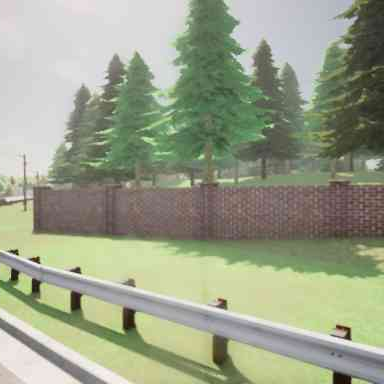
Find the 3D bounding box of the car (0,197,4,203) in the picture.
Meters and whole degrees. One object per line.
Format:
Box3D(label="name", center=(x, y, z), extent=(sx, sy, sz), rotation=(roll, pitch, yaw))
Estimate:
Box3D(label="car", center=(-44.344, 2.122, 74.793), extent=(2.033, 1.411, 5.357), rotation=(0, 0, -23))
